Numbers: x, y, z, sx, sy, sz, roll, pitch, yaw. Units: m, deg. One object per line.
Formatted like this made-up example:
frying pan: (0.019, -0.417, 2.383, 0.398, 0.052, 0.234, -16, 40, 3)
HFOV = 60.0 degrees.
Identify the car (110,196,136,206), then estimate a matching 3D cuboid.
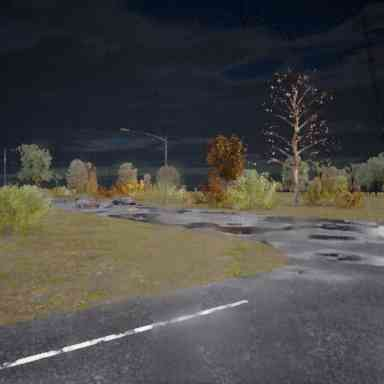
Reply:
car: (-10.301, 1.328, 49.674, 2.033, 1.411, 5.357, 0, 0, -37)

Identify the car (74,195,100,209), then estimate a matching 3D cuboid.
car: (-13.129, 1.383, 41.848, 1.994, 1.385, 4.181, 0, 0, -37)
